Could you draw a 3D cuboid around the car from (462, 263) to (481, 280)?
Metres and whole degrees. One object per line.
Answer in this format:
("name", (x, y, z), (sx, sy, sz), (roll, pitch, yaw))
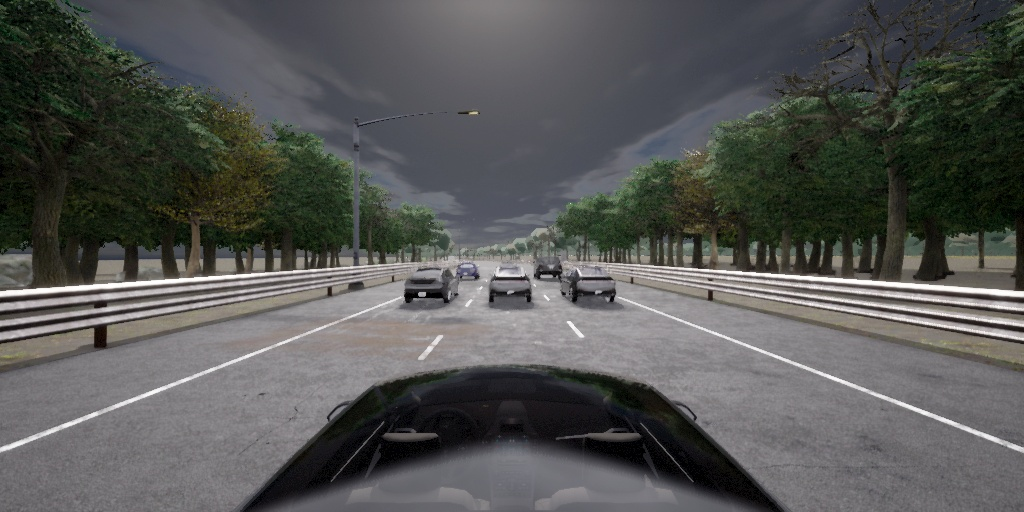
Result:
("car", (-3.875, 1.309, 31.664), (1.812, 1.442, 4.674), (0, 0, -1))

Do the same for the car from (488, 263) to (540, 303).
("car", (-0.094, 1.246, 16.686), (2.128, 1.511, 4.902), (0, 0, -1))

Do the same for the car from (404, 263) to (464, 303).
("car", (-3.594, 1.268, 16.642), (1.837, 1.490, 4.892), (0, 0, -1))

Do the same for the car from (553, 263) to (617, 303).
("car", (3.406, 1.246, 16.729), (2.128, 1.511, 4.902), (0, 0, -1))

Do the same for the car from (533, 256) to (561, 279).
("car", (3.123, 1.035, 31.869), (2.150, 2.045, 5.566), (0, 0, -1))
